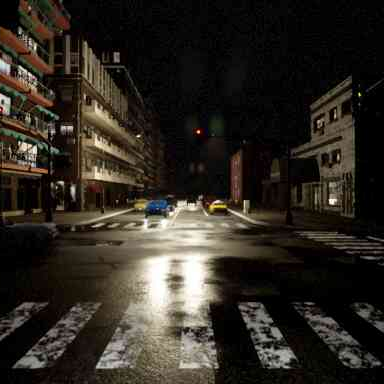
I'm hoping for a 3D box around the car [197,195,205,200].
[{"bbox_3d":[2.578,1.668,94.744,2.008,1.369,4.403,0,0,0],"label":"car"}]

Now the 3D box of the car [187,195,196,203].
[{"bbox_3d":[-0.084,1.434,70.619,1.882,1.535,5.008,0,0,0],"label":"car"}]

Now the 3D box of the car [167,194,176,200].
[{"bbox_3d":[-5.802,1.433,94.734,2.192,1.841,5.009,0,0,0],"label":"car"}]

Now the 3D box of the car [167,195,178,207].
[{"bbox_3d":[-3.135,1.540,50.018,1.837,1.490,4.892,0,0,0],"label":"car"}]

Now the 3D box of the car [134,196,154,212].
[{"bbox_3d":[-5.735,1.548,39.171,1.752,1.417,4.829,0,0,0],"label":"car"}]

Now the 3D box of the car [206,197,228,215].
[{"bbox_3d":[2.652,1.544,33.983,1.752,1.417,4.829,0,0,0],"label":"car"}]

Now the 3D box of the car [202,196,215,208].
[{"bbox_3d":[2.639,1.611,44.891,1.802,1.307,4.206,0,0,0],"label":"car"}]

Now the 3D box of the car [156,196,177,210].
[{"bbox_3d":[-3.130,1.550,39.950,1.812,1.442,4.674,0,0,0],"label":"car"}]

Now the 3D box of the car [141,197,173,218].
[{"bbox_3d":[-3.136,1.493,30.672,1.882,1.535,5.008,0,0,0],"label":"car"}]

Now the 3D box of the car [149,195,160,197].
[{"bbox_3d":[-5.748,1.351,50.420,2.192,1.841,5.009,0,0,0],"label":"car"}]

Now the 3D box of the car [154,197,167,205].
[{"bbox_3d":[-5.762,1.602,61.498,2.008,1.369,4.403,0,0,0],"label":"car"}]

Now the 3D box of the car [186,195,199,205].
[{"bbox_3d":[-0.072,1.597,60.199,2.033,1.411,5.357,0,0,0],"label":"car"}]

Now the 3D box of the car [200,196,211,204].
[{"bbox_3d":[2.612,1.611,67.048,2.008,1.369,4.403,0,0,0],"label":"car"}]

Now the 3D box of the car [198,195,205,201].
[{"bbox_3d":[2.584,1.631,89.375,1.752,1.417,4.829,0,0,0],"label":"car"}]

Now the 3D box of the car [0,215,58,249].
[{"bbox_3d":[-7.938,1.583,13.374,4.718,1.301,1.895,0,0,-15],"label":"car"}]

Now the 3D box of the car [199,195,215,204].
[{"bbox_3d":[2.633,1.351,50.431,2.192,1.841,5.009,0,0,0],"label":"car"}]
